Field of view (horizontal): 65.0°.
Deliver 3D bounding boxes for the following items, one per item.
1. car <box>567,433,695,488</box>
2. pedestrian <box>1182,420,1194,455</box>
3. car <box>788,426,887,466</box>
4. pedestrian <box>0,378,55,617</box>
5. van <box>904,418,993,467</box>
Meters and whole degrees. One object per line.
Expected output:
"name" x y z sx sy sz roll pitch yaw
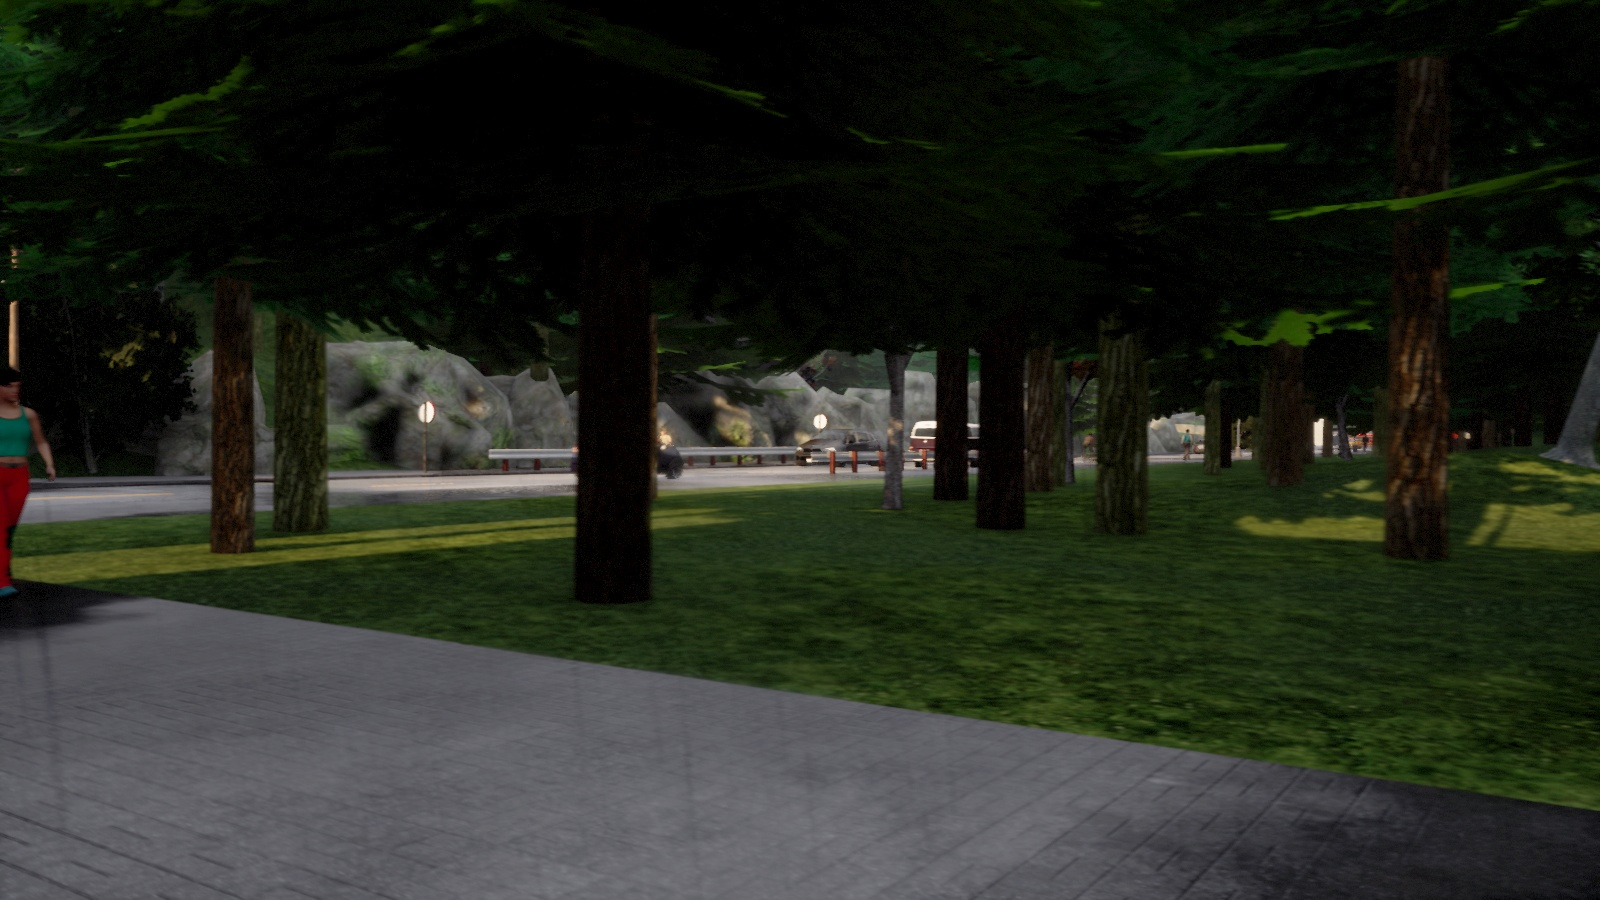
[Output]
"car" -4.989 0.280 37.479 1.845 1.501 3.633 0 1 33
"pedestrian" 21.765 -0.717 70.425 0.396 1.930 0.692 0 1 43
"car" 1.709 -0.189 54.986 2.242 1.667 4.611 0 1 33
"pedestrian" -6.256 0.362 9.953 0.594 1.836 0.345 0 1 33
"van" 6.551 -0.356 55.068 2.069 2.038 4.480 0 1 33
